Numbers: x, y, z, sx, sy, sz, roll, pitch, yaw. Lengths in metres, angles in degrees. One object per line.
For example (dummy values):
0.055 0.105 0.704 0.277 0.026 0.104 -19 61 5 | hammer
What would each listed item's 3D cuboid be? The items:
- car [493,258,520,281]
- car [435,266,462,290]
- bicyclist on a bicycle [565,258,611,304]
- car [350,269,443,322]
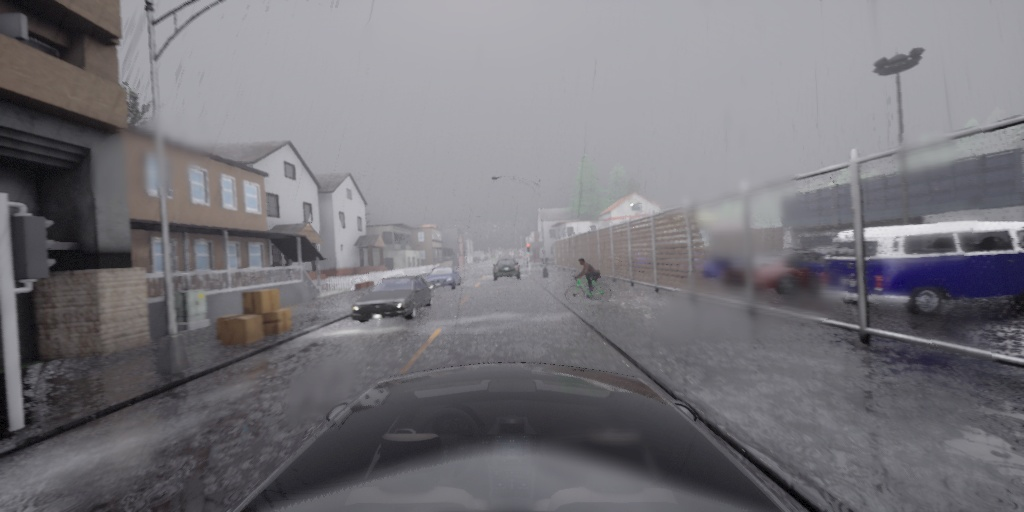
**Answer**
-0.473 0.975 29.678 2.097 1.767 4.553 -4 0 -1 | car
-4.503 1.432 23.930 1.812 1.442 4.674 -4 0 -1 | car
2.659 0.871 12.645 1.656 1.620 0.582 -4 0 -1 | bicyclist on a bicycle
-4.297 1.497 13.869 2.033 1.411 5.357 -4 0 -1 | car
